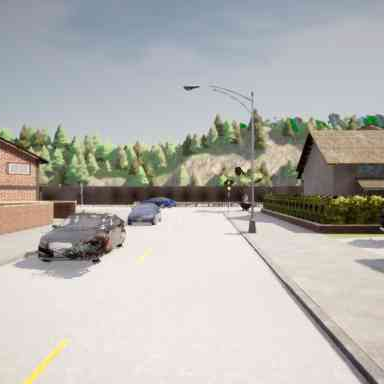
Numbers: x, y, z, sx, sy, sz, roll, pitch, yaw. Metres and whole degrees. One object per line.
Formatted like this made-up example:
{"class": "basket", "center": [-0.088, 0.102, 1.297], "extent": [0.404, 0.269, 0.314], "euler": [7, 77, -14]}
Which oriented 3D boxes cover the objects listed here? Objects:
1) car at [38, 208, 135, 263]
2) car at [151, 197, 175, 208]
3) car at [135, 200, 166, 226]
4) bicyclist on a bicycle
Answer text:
{"class": "car", "center": [-3.723, 1.492, 12.044], "extent": [2.128, 1.511, 4.902], "euler": [0, 0, 2]}
{"class": "car", "center": [-4.826, 1.477, 46.425], "extent": [5.008, 1.535, 1.882], "euler": [0, 0, 27]}
{"class": "car", "center": [-3.254, 1.525, 23.556], "extent": [1.812, 1.442, 4.674], "euler": [0, 0, 2]}
{"class": "bicyclist on a bicycle", "center": [-2.740, 1.510, 9.074], "extent": [1.620, 0.582, 1.656], "euler": [-22, -19, 30]}
